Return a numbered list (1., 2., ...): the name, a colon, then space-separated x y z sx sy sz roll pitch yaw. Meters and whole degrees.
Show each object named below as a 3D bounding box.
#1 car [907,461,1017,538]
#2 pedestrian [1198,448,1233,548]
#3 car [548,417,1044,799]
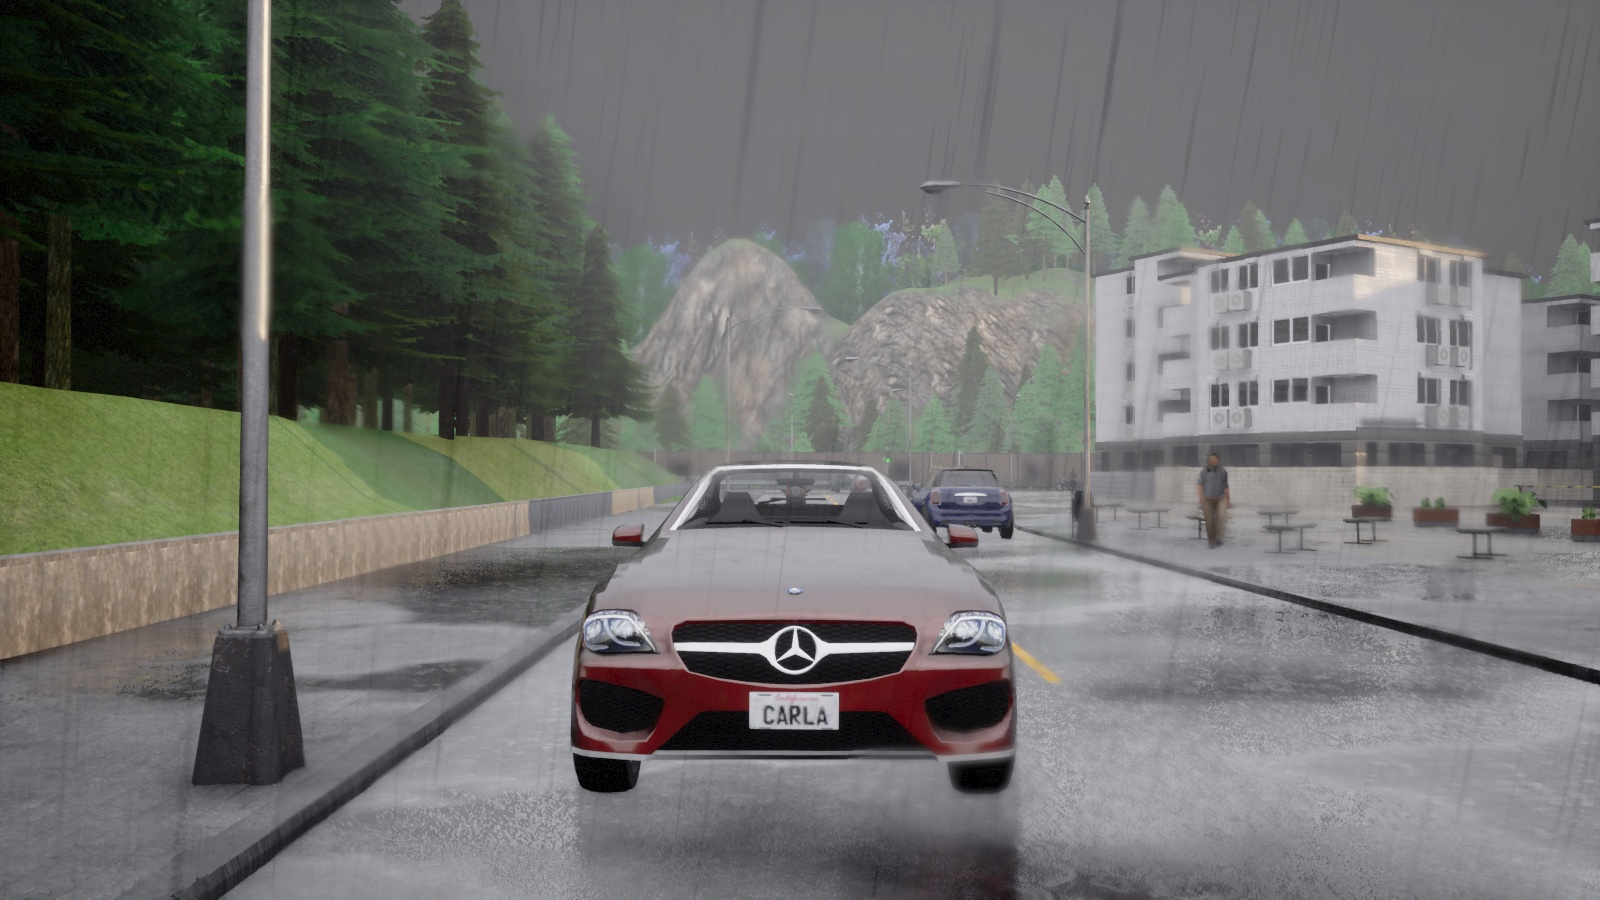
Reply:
1. car: 3.911 1.178 31.074 2.097 1.767 4.553 0 -1 0
2. pedestrian: 7.756 0.886 23.446 0.540 1.848 0.694 0 -1 13
3. car: -0.024 0.727 7.983 2.152 1.651 5.027 0 -1 0
